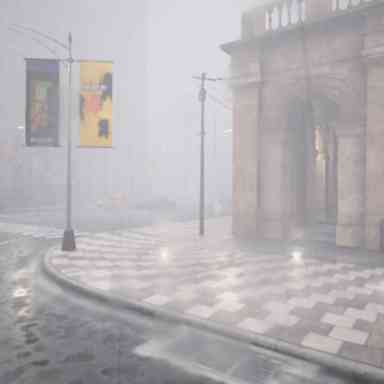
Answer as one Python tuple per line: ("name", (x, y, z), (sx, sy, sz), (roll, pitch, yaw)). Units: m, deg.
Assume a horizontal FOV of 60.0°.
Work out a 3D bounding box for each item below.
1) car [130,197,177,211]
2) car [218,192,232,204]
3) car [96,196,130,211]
("car", (-3.908, 1.309, 37.007), (2.033, 1.411, 5.357), (1, 0, 36))
("car", (6.662, 0.954, 57.464), (2.150, 2.045, 5.566), (1, 0, 37))
("car", (-8.302, 1.205, 36.867), (1.882, 1.535, 5.008), (1, 0, 35))
